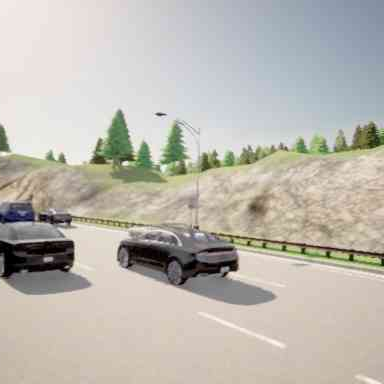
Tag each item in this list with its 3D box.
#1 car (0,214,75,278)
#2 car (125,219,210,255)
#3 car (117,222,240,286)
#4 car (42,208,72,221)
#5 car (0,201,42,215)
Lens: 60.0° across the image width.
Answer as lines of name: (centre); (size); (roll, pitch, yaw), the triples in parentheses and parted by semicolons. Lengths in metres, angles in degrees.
car: (-5.606, 1.732, 11.180); (1.882, 1.535, 5.008); (3, -2, -40)
car: (-1.425, 2.193, 17.053); (1.895, 1.301, 4.718); (3, -3, -40)
car: (-0.678, 1.879, 10.776); (2.128, 1.511, 4.902); (3, -3, -40)
car: (-12.374, 2.220, 29.792); (2.128, 1.511, 4.902); (4, -3, -41)
car: (-14.390, 1.783, 26.829); (2.150, 2.045, 5.566); (4, -3, -41)
